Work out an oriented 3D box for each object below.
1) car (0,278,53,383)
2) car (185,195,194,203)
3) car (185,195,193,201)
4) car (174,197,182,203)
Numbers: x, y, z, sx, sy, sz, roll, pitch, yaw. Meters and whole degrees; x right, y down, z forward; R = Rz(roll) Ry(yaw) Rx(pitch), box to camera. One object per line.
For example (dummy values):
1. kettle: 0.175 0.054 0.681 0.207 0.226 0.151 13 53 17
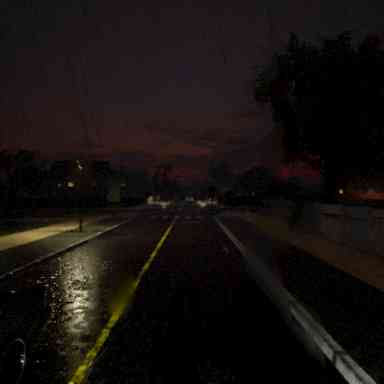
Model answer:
1. car: -2.848 1.543 2.326 2.033 1.411 5.357 0 0 0
2. car: -0.574 1.925 80.548 1.895 1.301 4.718 0 -1 -1
3. car: -0.738 1.636 90.516 2.097 1.767 4.553 0 -1 -2
4. car: -3.290 1.855 78.216 2.033 1.411 5.357 0 -1 -1
